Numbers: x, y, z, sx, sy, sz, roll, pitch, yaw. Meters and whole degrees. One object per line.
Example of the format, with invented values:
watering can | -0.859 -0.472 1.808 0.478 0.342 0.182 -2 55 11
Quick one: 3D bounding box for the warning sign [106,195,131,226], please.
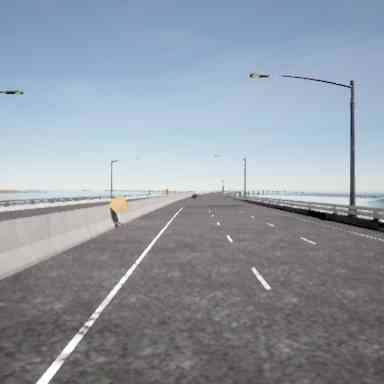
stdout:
warning sign | -4.478 1.097 20.457 1.300 1.860 1.060 0 0 0
